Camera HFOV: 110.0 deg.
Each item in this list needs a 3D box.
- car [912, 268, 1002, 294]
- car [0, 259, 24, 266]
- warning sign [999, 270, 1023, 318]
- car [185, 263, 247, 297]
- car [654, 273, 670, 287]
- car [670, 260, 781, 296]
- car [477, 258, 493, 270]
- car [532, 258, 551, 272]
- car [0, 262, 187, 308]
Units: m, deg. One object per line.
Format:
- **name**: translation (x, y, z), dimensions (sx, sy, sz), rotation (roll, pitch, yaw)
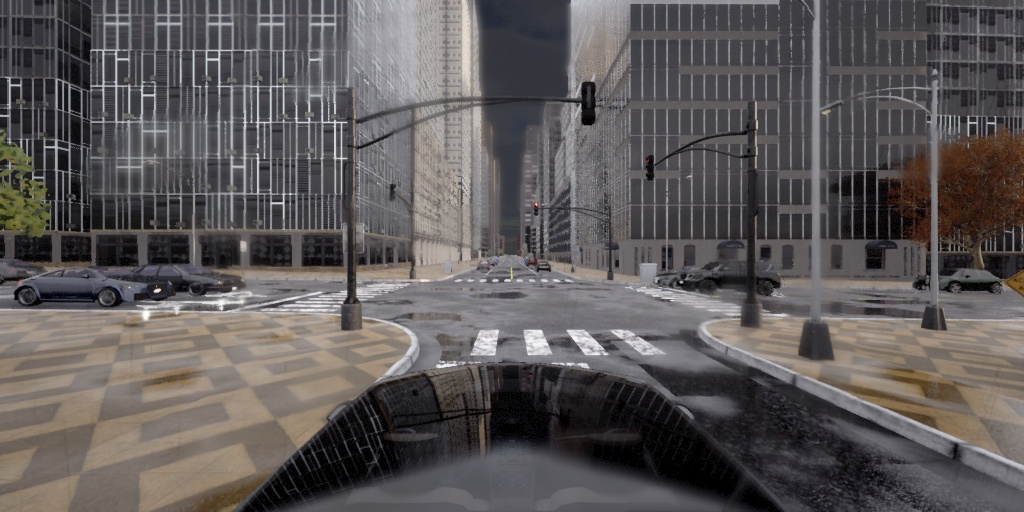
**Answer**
- **car**: translation (31.219, 1.686, 25.252), dimensions (4.553, 1.767, 2.097), rotation (1, 0, -3)
- **car**: translation (-27.949, 0.825, 19.255), dimensions (4.181, 1.385, 1.994), rotation (1, 0, -3)
- **warning sign**: translation (17.274, 1.204, 11.896), dimensions (1.060, 1.860, 1.300), rotation (0, 0, -3)
- **car**: translation (-15.353, 1.040, 16.422), dimensions (5.357, 1.411, 2.033), rotation (1, 0, 0)
- **car**: translation (12.214, 1.485, 24.374), dimensions (4.902, 1.511, 2.128), rotation (1, 0, -3)
- **car**: translation (12.710, 1.225, 21.144), dimensions (5.566, 2.045, 2.150), rotation (1, 0, -3)
- **car**: translation (-4.028, 1.342, 51.190), dimensions (1.802, 1.307, 4.207), rotation (0, 0, 0)
- **car**: translation (3.925, 1.329, 45.698), dimensions (1.948, 1.339, 4.313), rotation (0, 0, 0)
- **car**: translation (-15.079, 1.063, 13.147), dimensions (4.181, 1.385, 1.994), rotation (1, 0, -3)
